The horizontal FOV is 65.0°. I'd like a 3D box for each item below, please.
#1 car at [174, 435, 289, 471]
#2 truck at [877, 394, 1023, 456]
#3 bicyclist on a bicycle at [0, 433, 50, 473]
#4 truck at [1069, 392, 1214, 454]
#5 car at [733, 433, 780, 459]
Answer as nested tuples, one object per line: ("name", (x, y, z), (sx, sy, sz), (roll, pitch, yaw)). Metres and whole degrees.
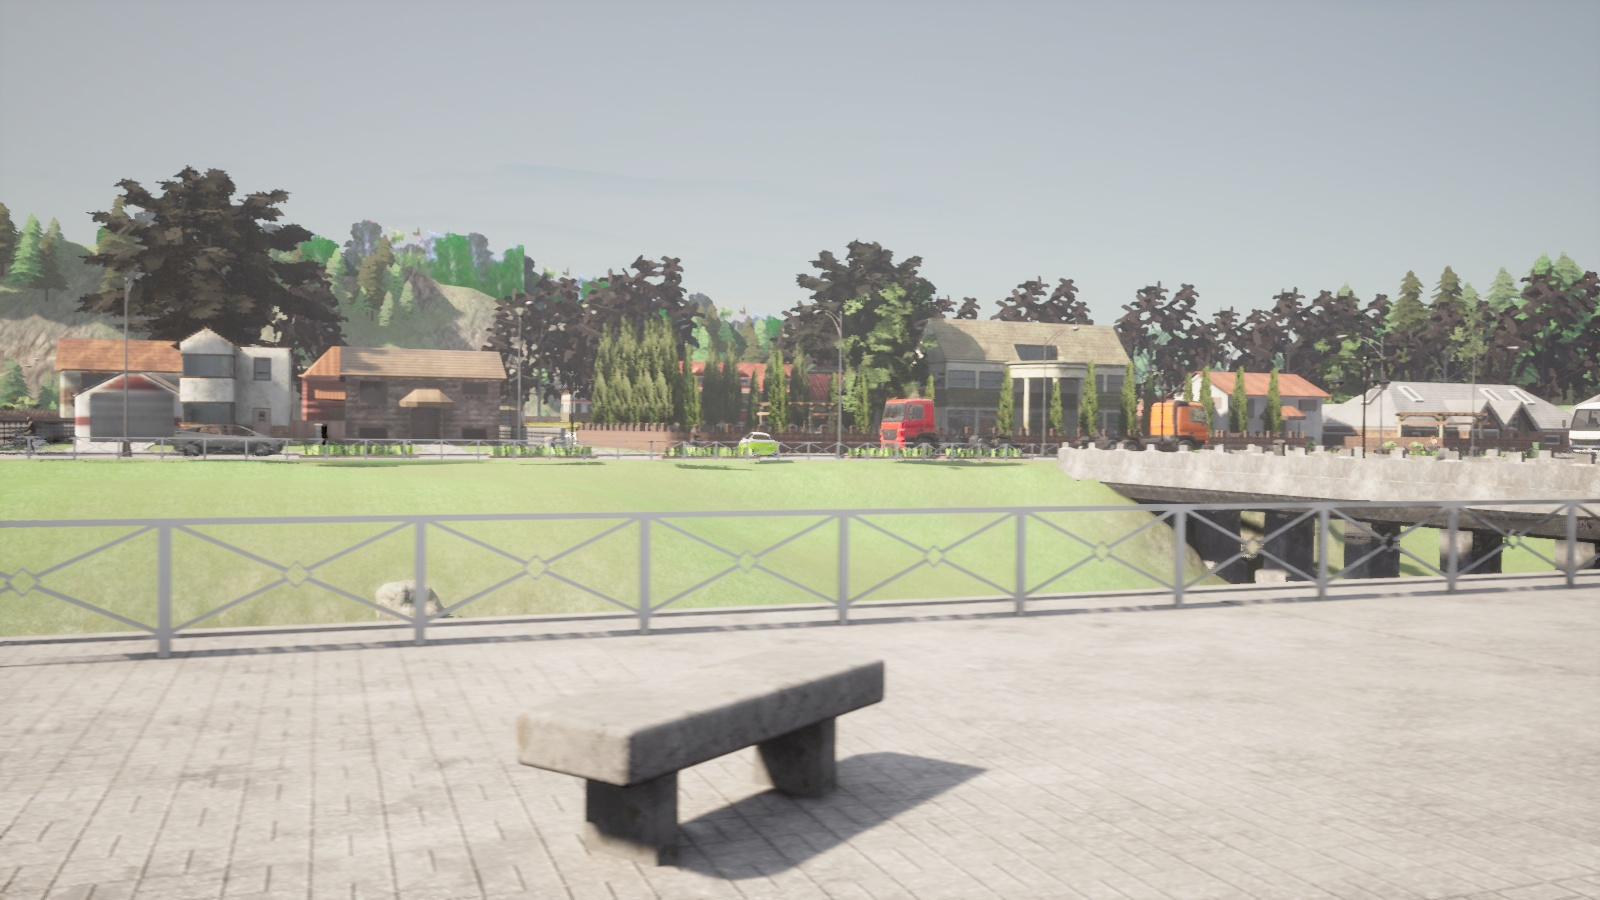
("car", (-25.233, 0.108, 55.904), (4.514, 1.525, 2.007), (-1, 1, -21))
("truck", (8.738, -1.467, 73.060), (7.936, 3.462, 2.891), (-1, 1, -21))
("bicyclist on a bicycle", (-34.897, 0.126, 56.515), (1.843, 1.776, 0.659), (-1, 1, -21))
("truck", (19.843, -1.586, 72.994), (7.936, 3.462, 2.891), (-1, 1, -21))
("car", (-2.381, -0.242, 68.854), (2.207, 1.376, 1.481), (-1, 1, -21))
